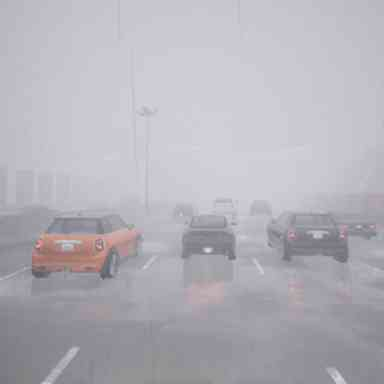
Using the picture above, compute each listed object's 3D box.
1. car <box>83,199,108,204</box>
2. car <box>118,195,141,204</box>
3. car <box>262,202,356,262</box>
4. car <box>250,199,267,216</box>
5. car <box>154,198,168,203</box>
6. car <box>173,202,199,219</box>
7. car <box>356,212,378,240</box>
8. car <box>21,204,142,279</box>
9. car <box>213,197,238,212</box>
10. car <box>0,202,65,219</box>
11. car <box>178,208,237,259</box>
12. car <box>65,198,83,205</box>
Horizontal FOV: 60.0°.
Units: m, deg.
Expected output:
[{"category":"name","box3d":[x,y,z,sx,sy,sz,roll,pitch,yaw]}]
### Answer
[{"category":"car","box3d":[-14.815,1.861,52.309,1.994,1.385,4.181,0,0,11]},{"category":"car","box3d":[-10.481,1.567,56.269,2.150,2.045,5.566,0,0,12]},{"category":"car","box3d":[4.196,1.460,12.814,2.097,1.767,4.553,0,0,4]},{"category":"car","box3d":[7.246,1.632,35.485,2.097,1.767,4.553,0,0,9]},{"category":"car","box3d":[-5.747,1.944,62.123,1.837,1.490,4.892,0,2,11]},{"category":"car","box3d":[-0.551,1.721,31.012,1.837,1.490,4.892,0,0,9]},{"category":"car","box3d":[8.179,1.712,18.202,2.033,1.411,5.357,0,0,7]},{"category":"car","box3d":[-2.986,1.411,10.441,2.097,1.767,4.553,0,0,3]},{"category":"car","box3d":[3.295,1.469,33.088,2.150,2.045,5.566,0,0,9]},{"category":"car","box3d":[-12.257,1.669,25.392,2.033,1.411,5.357,0,0,8]},{"category":"car","box3d":[0.690,1.601,13.029,1.837,1.490,4.892,0,0,4]},{"category":"car","box3d":[-18.395,1.772,52.179,2.128,1.511,4.902,0,0,11]}]
